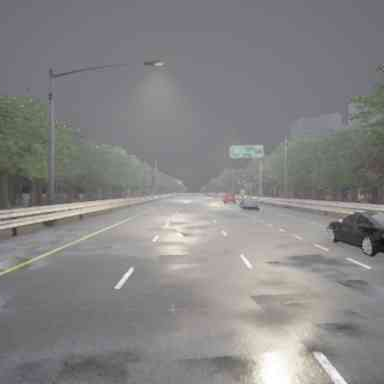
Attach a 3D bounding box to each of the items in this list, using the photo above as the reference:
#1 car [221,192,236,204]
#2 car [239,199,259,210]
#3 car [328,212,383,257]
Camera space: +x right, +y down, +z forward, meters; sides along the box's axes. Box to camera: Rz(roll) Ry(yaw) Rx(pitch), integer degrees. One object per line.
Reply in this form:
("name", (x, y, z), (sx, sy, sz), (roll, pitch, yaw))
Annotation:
("car", (7.204, 1.194, 64.891), (2.150, 2.045, 5.566), (0, 0, 0))
("car", (7.085, 1.561, 41.822), (1.994, 1.385, 4.181), (0, 0, 0))
("car", (7.007, 1.497, 12.952), (1.882, 1.535, 5.008), (0, 0, 0))
